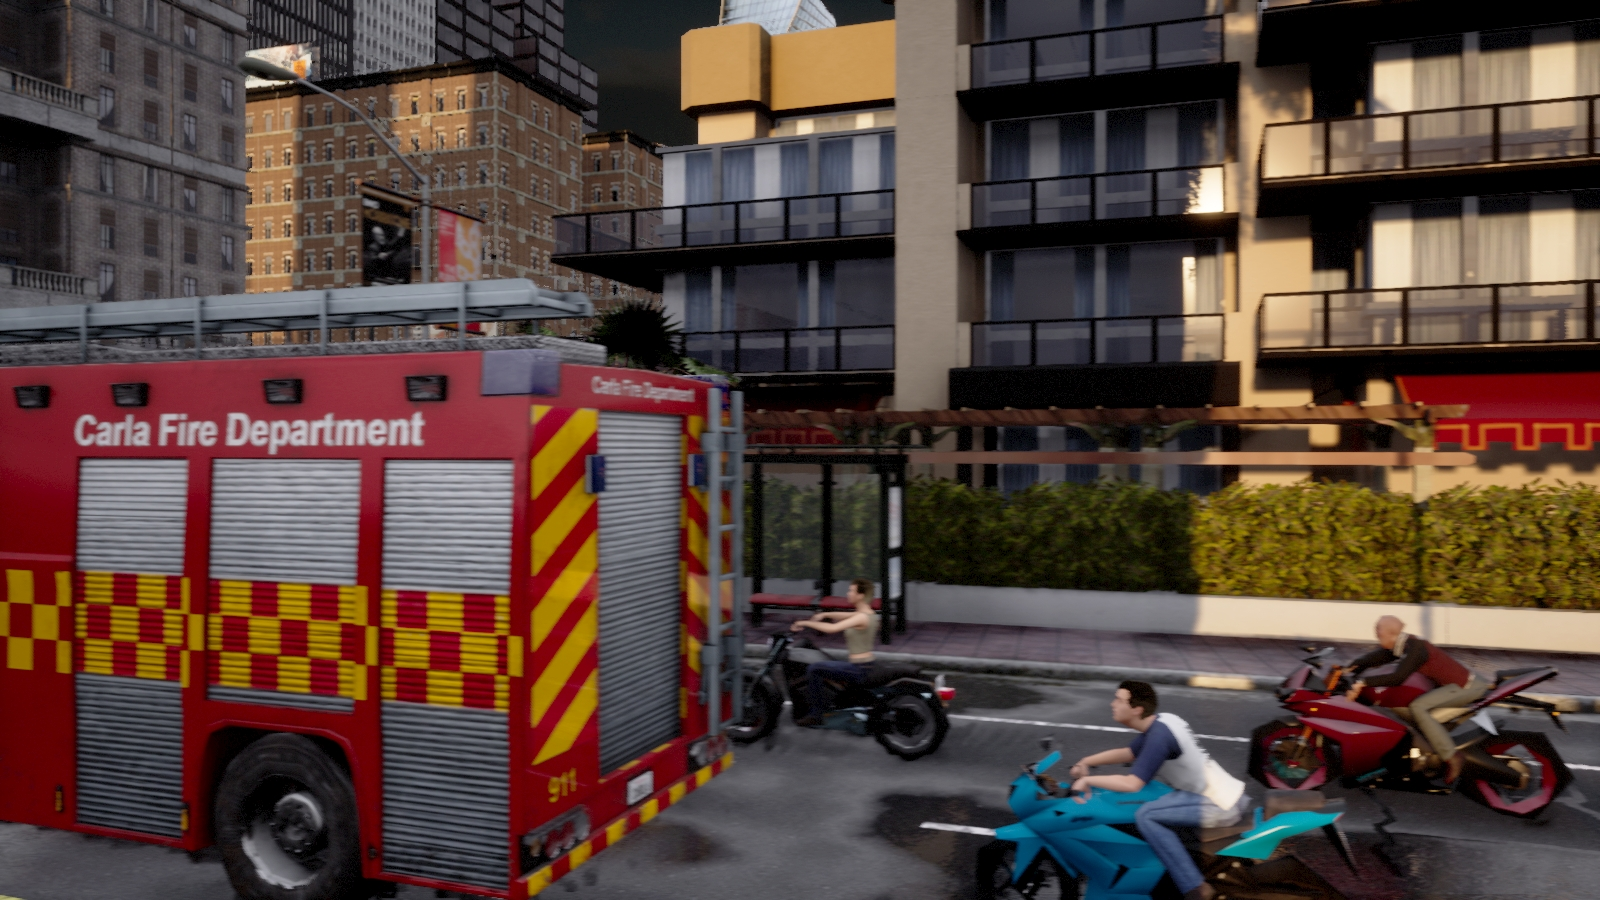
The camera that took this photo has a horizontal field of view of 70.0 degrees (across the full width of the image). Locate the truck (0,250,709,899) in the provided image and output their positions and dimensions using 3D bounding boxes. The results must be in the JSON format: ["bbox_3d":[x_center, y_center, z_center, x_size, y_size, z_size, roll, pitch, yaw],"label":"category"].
[{"bbox_3d":[-5.155,0.891,8.630,8.468,3.827,2.891,0,0,20],"label":"truck"}]

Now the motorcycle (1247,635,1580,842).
[{"bbox_3d":[4.733,2.205,9.026,2.209,1.251,0.867,0,0,20],"label":"motorcycle"}]
